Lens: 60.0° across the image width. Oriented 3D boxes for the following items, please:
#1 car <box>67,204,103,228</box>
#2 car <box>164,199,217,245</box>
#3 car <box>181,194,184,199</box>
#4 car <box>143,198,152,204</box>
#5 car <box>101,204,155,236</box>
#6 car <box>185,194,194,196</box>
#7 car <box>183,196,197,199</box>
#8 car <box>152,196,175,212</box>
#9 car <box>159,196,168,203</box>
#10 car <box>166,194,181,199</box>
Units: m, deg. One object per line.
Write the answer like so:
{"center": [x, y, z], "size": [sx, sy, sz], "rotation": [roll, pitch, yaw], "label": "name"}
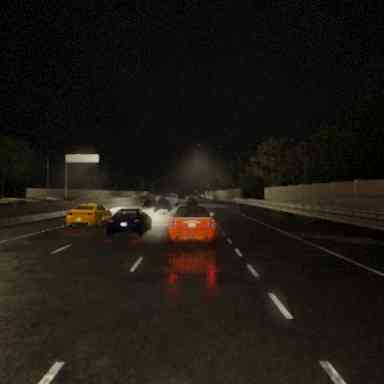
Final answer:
{"center": [-6.986, 1.553, 23.025], "size": [1.882, 1.535, 5.008], "rotation": [0, 0, 0], "label": "car"}
{"center": [0.006, 1.402, 15.909], "size": [2.097, 1.767, 4.553], "rotation": [0, 0, 0], "label": "car"}
{"center": [-3.457, 1.789, 75.021], "size": [2.128, 1.511, 4.902], "rotation": [0, 0, 0], "label": "car"}
{"center": [-6.967, 1.670, 56.010], "size": [1.882, 1.535, 5.008], "rotation": [0, 0, 0], "label": "car"}
{"center": [-3.490, 1.625, 18.982], "size": [1.994, 1.385, 4.181], "rotation": [0, 0, 0], "label": "car"}
{"center": [0.044, 1.797, 76.999], "size": [2.128, 1.511, 4.902], "rotation": [0, 0, 0], "label": "car"}
{"center": [0.030, 1.716, 49.942], "size": [2.033, 1.411, 5.357], "rotation": [0, 0, 0], "label": "car"}
{"center": [-3.477, 1.644, 40.990], "size": [1.837, 1.490, 4.892], "rotation": [0, 0, 0], "label": "car"}
{"center": [-6.953, 1.771, 82.062], "size": [1.882, 1.535, 5.008], "rotation": [0, 0, 0], "label": "car"}
{"center": [-3.465, 1.421, 58.046], "size": [2.150, 2.045, 5.566], "rotation": [0, 0, 0], "label": "car"}
